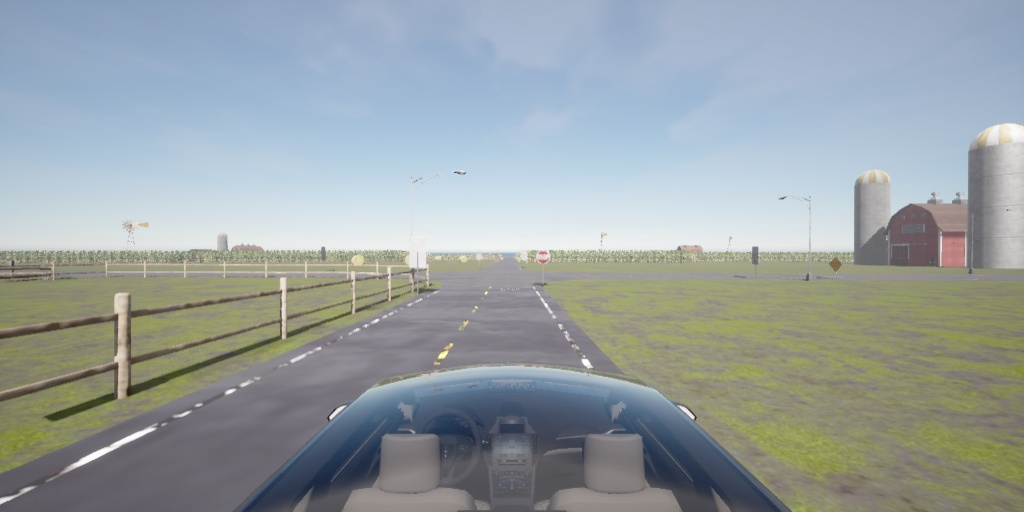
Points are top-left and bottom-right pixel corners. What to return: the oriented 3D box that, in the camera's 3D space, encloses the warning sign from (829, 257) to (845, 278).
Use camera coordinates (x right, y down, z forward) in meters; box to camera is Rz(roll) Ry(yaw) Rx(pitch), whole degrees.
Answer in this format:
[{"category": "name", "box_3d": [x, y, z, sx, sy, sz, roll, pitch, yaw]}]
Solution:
[{"category": "warning sign", "box_3d": [29.330, 1.043, 32.465, 1.060, 1.860, 1.300, 0, 0, 0]}]
